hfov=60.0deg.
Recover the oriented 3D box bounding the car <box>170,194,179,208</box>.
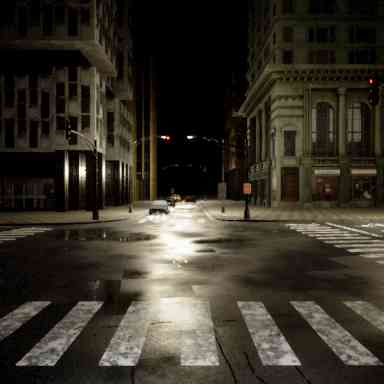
[{"bbox_3d":[-3.306,1.452,47.198,2.128,1.511,4.902,0,0,0],"label":"car"}]

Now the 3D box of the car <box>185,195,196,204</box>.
[{"bbox_3d":[-0.239,1.452,63.922,1.812,1.442,4.674,0,0,0],"label":"car"}]

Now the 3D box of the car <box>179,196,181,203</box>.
[{"bbox_3d":[-3.371,1.269,67.104,2.097,1.767,4.553,0,0,0],"label":"car"}]

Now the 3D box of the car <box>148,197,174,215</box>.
[{"bbox_3d":[-3.206,1.529,33.647,2.033,1.411,5.357,0,0,0],"label":"car"}]

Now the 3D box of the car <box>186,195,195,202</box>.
[{"bbox_3d":[-0.404,1.455,73.734,1.994,1.385,4.181,0,0,0],"label":"car"}]
